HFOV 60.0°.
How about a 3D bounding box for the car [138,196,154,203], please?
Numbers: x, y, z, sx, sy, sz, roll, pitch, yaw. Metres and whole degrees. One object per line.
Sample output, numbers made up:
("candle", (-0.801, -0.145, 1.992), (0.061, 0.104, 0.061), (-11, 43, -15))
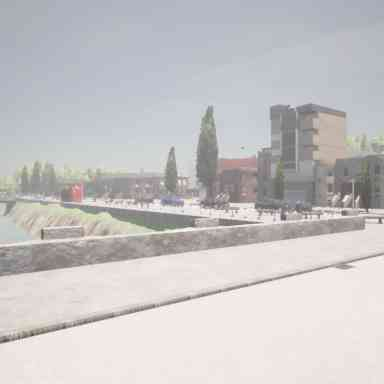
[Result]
("car", (-9.805, 1.546, 68.972), (2.033, 1.411, 5.357), (0, 0, -36))

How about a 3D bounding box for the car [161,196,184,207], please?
("car", (-3.112, 1.478, 52.475), (1.882, 1.535, 5.008), (0, 0, -35))

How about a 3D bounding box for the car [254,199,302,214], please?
("car", (8.876, 1.505, 35.701), (1.837, 1.490, 4.892), (0, 0, -36))

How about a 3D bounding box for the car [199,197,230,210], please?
("car", (2.938, 1.505, 43.993), (1.837, 1.490, 4.892), (0, 0, -36))

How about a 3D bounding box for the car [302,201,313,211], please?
("car", (11.478, 1.547, 39.251), (2.033, 1.411, 5.357), (0, 0, -36))
